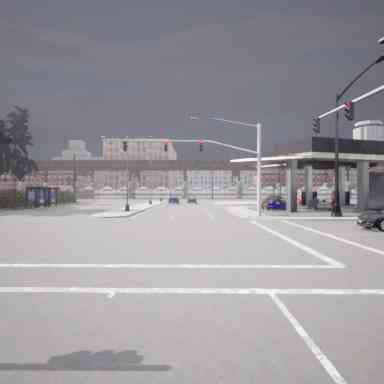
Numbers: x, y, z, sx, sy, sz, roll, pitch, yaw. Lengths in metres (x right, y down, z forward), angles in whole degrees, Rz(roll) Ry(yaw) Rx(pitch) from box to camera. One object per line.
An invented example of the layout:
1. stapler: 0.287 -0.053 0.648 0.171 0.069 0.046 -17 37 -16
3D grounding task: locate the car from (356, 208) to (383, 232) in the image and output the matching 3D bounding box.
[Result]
1. car: 12.294 1.505 19.583 4.892 1.490 1.837 0 0 -1

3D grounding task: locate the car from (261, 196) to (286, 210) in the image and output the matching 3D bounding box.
1. car: 9.716 1.295 39.746 2.242 1.667 4.611 0 0 0

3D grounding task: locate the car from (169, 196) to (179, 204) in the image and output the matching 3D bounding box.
1. car: -3.490 1.478 64.424 1.882 1.535 5.008 0 0 0

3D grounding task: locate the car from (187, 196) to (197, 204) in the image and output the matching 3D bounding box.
1. car: 0.010 1.547 64.423 2.033 1.411 5.357 0 0 0

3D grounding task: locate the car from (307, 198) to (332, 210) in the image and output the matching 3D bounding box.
1. car: 15.461 1.456 40.508 1.970 1.475 3.806 0 0 0
